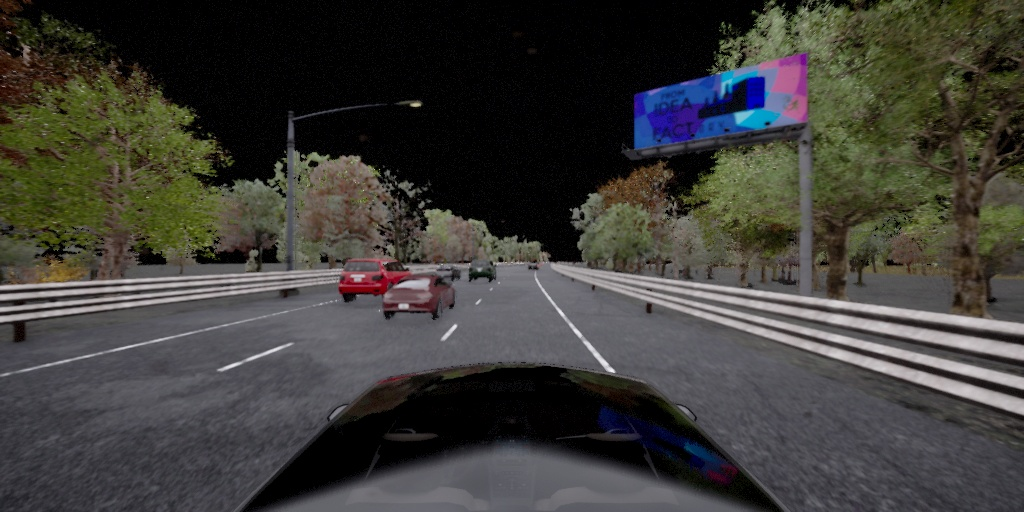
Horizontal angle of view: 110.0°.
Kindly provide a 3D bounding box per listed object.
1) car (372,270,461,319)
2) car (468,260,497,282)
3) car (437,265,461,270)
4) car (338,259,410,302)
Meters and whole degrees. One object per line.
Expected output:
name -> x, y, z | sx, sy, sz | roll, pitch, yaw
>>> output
car -> -3.300, 1.413, 13.359 | 1.812, 1.442, 4.674 | 0, -1, 1
car -> -2.720, 1.364, 33.899 | 2.150, 2.045, 5.566 | 0, -1, 2
car -> -6.175, 1.646, 34.927 | 2.128, 1.511, 4.902 | 0, -1, 2
car -> -6.707, 1.169, 18.403 | 2.150, 2.045, 5.566 | 0, -1, 1
